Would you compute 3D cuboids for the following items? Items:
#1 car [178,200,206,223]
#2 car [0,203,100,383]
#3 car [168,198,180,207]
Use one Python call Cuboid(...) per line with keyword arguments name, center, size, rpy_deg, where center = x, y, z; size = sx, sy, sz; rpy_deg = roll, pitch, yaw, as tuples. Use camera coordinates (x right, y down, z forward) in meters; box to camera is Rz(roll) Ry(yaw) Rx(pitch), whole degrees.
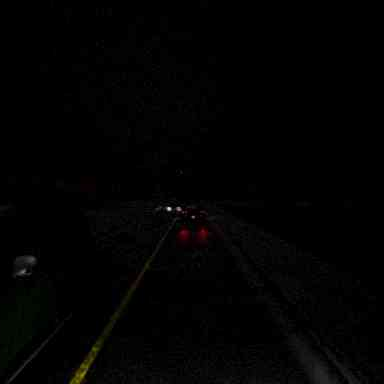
Cuboid(name="car", center=(0.090, 1.550, 25.294), size=(1.812, 1.442, 4.674), rpy_deg=(0, 0, 0))
Cuboid(name="car", center=(-2.852, 1.221, 4.276), size=(2.150, 2.045, 5.566), rpy_deg=(0, 0, 0))
Cuboid(name="car", center=(-2.800, 1.675, 54.198), size=(1.882, 1.535, 5.008), rpy_deg=(0, -1, 0))
